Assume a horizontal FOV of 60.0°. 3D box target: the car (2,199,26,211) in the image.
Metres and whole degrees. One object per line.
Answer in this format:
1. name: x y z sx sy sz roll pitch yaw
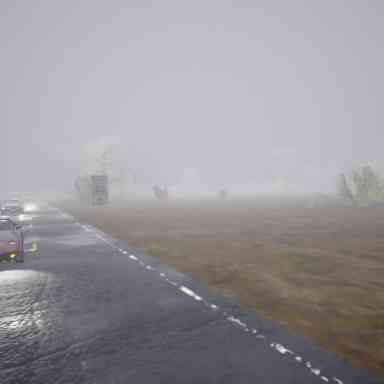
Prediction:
1. car: -18.051 1.478 33.641 1.812 1.442 4.674 -2 1 -27

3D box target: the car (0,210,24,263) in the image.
1. car: -6.775 1.569 11.163 1.994 1.385 4.181 -2 1 -27
